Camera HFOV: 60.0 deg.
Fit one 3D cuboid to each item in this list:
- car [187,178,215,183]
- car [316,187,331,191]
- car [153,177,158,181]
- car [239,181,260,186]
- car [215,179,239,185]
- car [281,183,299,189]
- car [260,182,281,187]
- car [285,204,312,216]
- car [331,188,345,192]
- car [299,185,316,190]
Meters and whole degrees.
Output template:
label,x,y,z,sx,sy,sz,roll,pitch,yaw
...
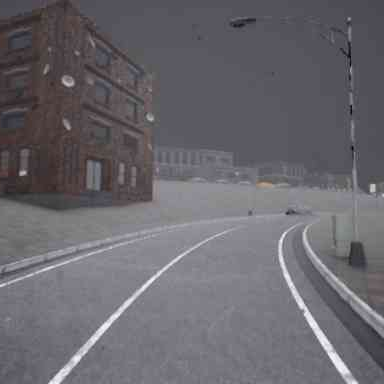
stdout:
label,x,y,z,sx,sy,sz,roll,pitch,yaw
car,1.419,-1.981,65.691,4.892,1.521,2.231,2,-5,-25
car,30.874,-0.497,81.296,4.674,1.452,2.002,3,-5,-31
car,-8.501,-2.478,61.099,4.553,1.767,2.185,2,-5,-25
car,11.401,-1.514,70.449,4.674,1.452,2.002,3,-5,-26
car,6.420,-1.780,68.020,4.892,1.521,2.231,2,-5,-25
car,21.181,-1.191,75.632,4.553,1.767,2.185,3,-5,-28
car,16.329,-1.314,72.990,5.008,1.535,2.097,3,-5,-27
car,13.167,2.227,41.096,1.994,1.385,4.181,-4,-4,44
car,35.460,-0.267,84.180,4.892,1.521,2.231,3,-6,-32
car,26.144,-0.771,78.464,4.792,1.488,2.163,3,-5,-30
